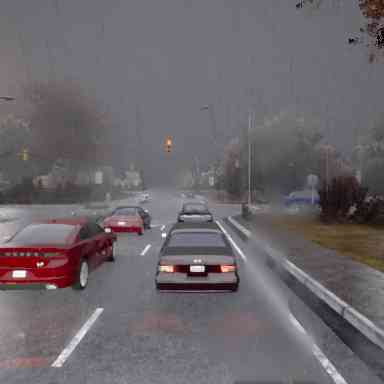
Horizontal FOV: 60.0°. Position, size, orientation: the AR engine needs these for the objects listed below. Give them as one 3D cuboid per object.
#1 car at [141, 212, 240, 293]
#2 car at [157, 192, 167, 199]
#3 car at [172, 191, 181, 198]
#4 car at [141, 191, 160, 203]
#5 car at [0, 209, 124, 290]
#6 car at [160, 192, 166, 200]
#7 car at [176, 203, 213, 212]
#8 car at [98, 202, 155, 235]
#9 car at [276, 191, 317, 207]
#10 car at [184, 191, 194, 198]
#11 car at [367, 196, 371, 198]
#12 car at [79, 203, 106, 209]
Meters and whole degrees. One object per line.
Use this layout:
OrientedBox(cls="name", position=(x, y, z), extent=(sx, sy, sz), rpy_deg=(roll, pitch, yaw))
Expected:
OrientedBox(cls="car", position=(0.106, 1.516, 8.940), extent=(2.033, 1.411, 5.357), rpy_deg=(0, 0, 0))
OrientedBox(cls="car", position=(-7.190, 0.811, 80.312), extent=(2.128, 1.511, 4.902), rpy_deg=(0, 1, -2))
OrientedBox(cls="car", position=(-3.936, 0.788, 86.116), extent=(1.895, 1.301, 4.718), rpy_deg=(0, 1, -4))
OrientedBox(cls="car", position=(-7.057, 0.792, 55.260), extent=(2.150, 2.045, 5.566), rpy_deg=(0, 0, 0))
OrientedBox(cls="car", position=(-3.392, 1.445, 9.014), extent=(1.882, 1.535, 5.008), rpy_deg=(0, 0, 0))
OrientedBox(cls="car", position=(-6.984, 0.924, 69.046), extent=(2.128, 1.511, 4.902), rpy_deg=(0, 1, 0))
OrientedBox(cls="car", position=(0.141, 1.380, 18.632), extent=(2.128, 1.511, 4.902), rpy_deg=(0, 0, -1))
OrientedBox(cls="car", position=(-3.387, 1.458, 18.001), extent=(1.994, 1.385, 4.181), rpy_deg=(0, 0, 0))
OrientedBox(cls="car", position=(13.792, 0.896, 43.207), extent=(5.566, 2.045, 2.150), rpy_deg=(0, 1, -4))
OrientedBox(cls="car", position=(-0.436, 0.716, 86.199), extent=(2.128, 1.511, 4.902), rpy_deg=(0, 1, -4))
OrientedBox(cls="car", position=(24.093, 1.217, 43.784), extent=(5.357, 1.411, 2.033), rpy_deg=(0, 1, -3))
OrientedBox(cls="car", position=(-7.084, 1.444, 23.850), extent=(1.895, 1.301, 4.718), rpy_deg=(0, 0, 0))
